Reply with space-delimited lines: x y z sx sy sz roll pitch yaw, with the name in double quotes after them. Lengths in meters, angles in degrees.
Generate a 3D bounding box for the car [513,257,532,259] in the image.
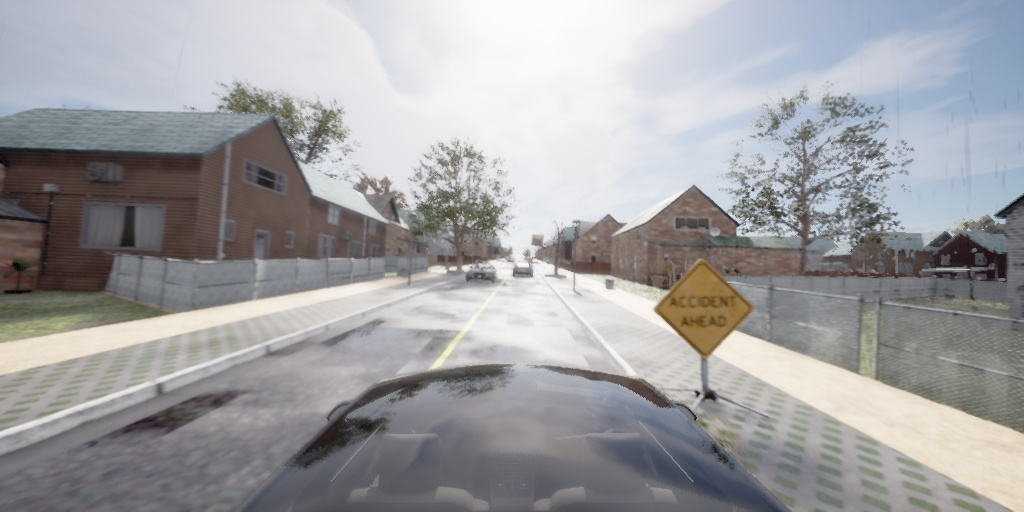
1.449 1.238 47.174 1.994 1.385 4.181 2 0 2 "car"

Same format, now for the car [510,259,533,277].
1.074 1.266 35.058 1.994 1.385 4.181 2 0 2 "car"

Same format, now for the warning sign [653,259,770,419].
2.506 0.962 4.639 1.300 1.860 1.060 0 0 2 "warning sign"

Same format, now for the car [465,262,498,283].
-2.121 1.167 26.007 1.994 1.385 4.181 2 0 2 "car"
